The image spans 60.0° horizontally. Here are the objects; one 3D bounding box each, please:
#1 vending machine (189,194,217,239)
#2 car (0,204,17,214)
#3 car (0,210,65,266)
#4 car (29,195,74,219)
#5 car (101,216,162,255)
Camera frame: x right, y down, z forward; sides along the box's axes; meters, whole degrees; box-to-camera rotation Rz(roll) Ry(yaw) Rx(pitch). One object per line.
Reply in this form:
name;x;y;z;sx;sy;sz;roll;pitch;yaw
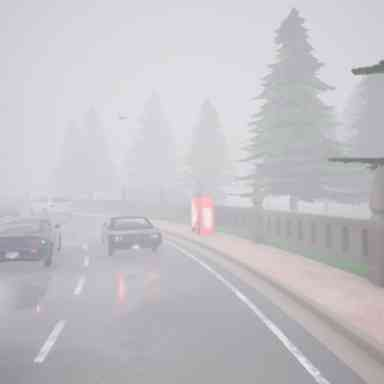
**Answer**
vending machine;0.543;1.180;16.565;1.100;2.100;0.880;0;0;-22
car;-16.587;1.712;28.564;4.718;1.301;1.895;0;0;43
car;-5.582;1.562;11.319;1.812;1.442;4.674;0;0;-17
car;-12.442;1.299;29.370;2.150;2.045;5.566;0;0;-43
car;-2.657;1.612;13.607;1.895;1.301;4.718;0;0;-19
